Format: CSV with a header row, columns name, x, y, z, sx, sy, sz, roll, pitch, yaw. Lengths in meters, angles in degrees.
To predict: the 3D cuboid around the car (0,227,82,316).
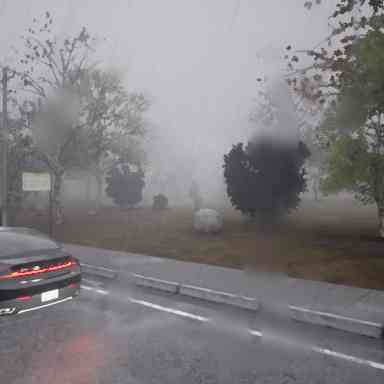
name,x,y,z,sx,sy,sz,roll,pitch,yaw
car,-4.342,1.505,7.087,4.892,1.490,1.837,0,0,37
